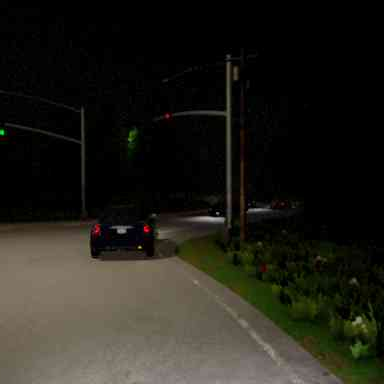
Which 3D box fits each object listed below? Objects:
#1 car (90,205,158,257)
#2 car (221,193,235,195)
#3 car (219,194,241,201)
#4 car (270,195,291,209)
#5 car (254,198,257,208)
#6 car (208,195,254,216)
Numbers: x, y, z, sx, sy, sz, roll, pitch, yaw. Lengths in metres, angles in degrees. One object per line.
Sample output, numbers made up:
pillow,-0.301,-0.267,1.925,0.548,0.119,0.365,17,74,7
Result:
car,-2.438,1.257,12.778,2.097,1.767,4.553,0,1,-5
car,5.739,0.975,54.546,1.882,1.535,5.008,0,0,-10
car,7.045,1.030,62.053,1.895,1.301,4.718,0,0,-23
car,10.009,1.086,37.800,1.882,1.535,5.008,0,1,9
car,6.528,1.119,39.483,1.837,1.490,4.892,0,1,5
car,3.281,1.269,28.556,2.033,1.411,5.357,0,1,28
